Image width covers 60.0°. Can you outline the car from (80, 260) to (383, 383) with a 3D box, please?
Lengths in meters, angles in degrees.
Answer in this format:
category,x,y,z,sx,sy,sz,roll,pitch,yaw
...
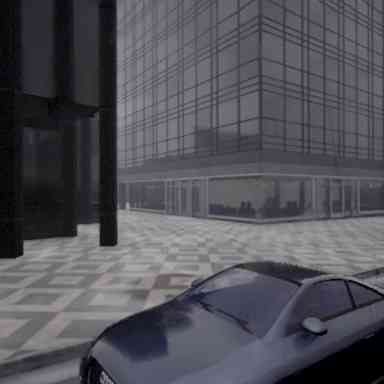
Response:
category,x,y,z,sx,sy,sz,roll,pitch,yaw
car,0.909,1.583,3.886,4.181,1.385,1.994,0,0,-35
